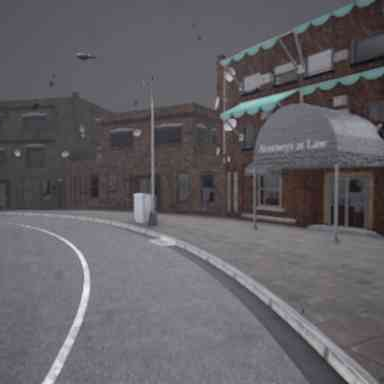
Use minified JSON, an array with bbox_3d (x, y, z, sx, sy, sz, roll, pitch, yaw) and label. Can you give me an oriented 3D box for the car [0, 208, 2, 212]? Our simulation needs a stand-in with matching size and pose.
[{"bbox_3d":[-16.066,1.096,23.365,5.357,1.411,2.033,-2,2,17],"label":"car"}]
